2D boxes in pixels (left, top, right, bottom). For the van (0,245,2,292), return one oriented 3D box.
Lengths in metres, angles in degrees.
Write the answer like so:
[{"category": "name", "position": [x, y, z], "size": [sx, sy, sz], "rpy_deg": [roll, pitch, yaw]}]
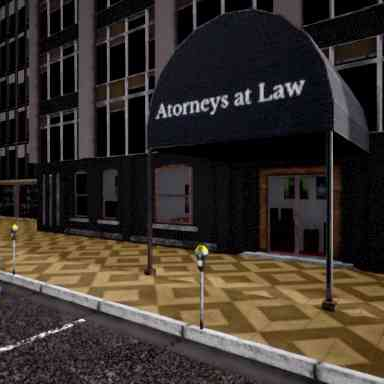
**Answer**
[{"category": "van", "position": [-5.576, 1.341, 6.853], "size": [3.998, 1.788, 1.690], "rpy_deg": [0, 0, 36]}]
